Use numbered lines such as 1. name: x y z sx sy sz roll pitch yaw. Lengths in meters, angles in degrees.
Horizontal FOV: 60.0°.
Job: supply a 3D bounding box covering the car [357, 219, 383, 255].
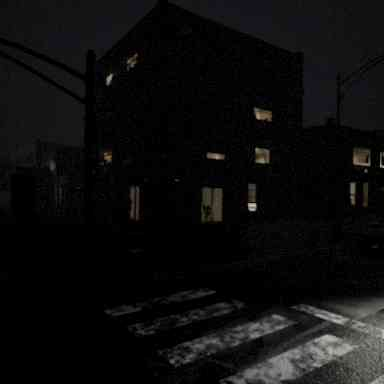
1. car: 7.830 1.561 12.224 4.507 1.381 1.887 0 1 -35
